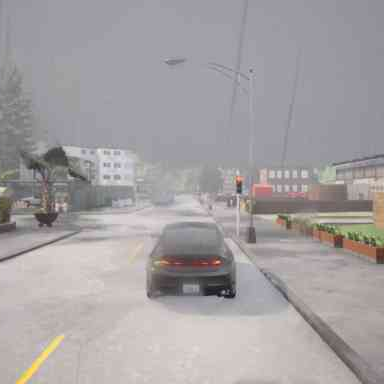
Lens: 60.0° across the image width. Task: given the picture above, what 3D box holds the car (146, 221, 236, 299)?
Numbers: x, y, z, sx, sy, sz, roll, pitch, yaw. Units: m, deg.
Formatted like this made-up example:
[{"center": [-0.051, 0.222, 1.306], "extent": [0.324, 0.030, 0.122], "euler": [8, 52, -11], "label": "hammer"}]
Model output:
[{"center": [-0.016, 1.505, 8.456], "extent": [1.837, 1.490, 4.892], "euler": [0, 0, 0], "label": "car"}]

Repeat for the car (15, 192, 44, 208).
[{"center": [-20.154, 0.985, 42.119], "extent": [1.905, 1.878, 3.866], "euler": [0, 0, 34], "label": "car"}]

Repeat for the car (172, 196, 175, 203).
[{"center": [-4.636, 1.477, 60.033], "extent": [1.882, 1.535, 5.008], "euler": [0, 0, 0], "label": "car"}]

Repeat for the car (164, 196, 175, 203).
[{"center": [-4.664, 1.525, 70.463], "extent": [2.128, 1.511, 4.902], "euler": [0, 0, -1], "label": "car"}]

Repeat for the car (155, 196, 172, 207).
[{"center": [-4.571, 1.477, 50.620], "extent": [1.882, 1.535, 5.008], "euler": [0, 0, 0], "label": "car"}]
